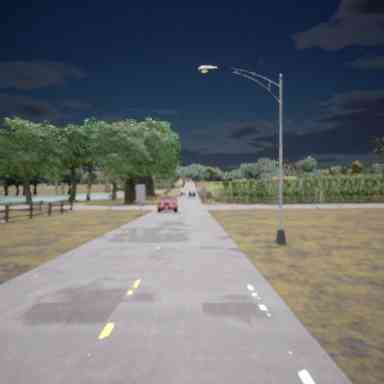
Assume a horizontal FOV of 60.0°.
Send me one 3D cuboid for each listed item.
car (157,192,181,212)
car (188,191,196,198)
[{"bbox_3d":[-2.742,1.304,38.529,2.150,2.045,5.566,0,0,0],"label":"car"},{"bbox_3d":[0.021,0.642,92.858,2.150,2.045,5.566,0,1,0],"label":"car"}]
